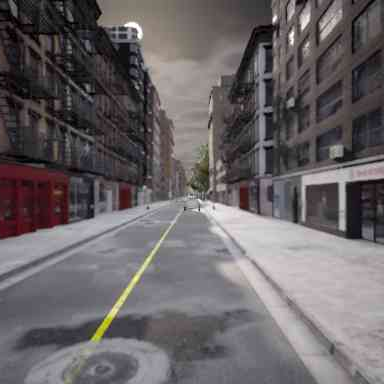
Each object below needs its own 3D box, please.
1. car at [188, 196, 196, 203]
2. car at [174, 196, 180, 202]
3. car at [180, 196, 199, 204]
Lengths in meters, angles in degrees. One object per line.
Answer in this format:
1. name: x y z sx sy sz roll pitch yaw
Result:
1. car: -0.024 1.729 75.958 1.801 1.575 5.366 0 0 0
2. car: -3.024 1.775 78.612 1.837 1.490 4.892 0 0 0
3. car: -0.012 1.352 37.484 2.033 1.649 4.856 0 0 0
